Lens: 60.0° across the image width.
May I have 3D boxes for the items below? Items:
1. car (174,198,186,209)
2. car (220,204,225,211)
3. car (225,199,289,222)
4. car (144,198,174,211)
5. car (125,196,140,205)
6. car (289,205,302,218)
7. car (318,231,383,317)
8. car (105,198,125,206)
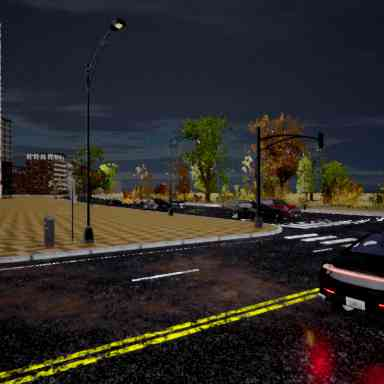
[{"bbox_3d":[-2.642,1.579,45.920,2.128,1.511,4.902,0,0,-31],"label":"car"},{"bbox_3d":[5.474,1.601,39.255,2.033,1.411,5.357,0,0,-32],"label":"car"},{"bbox_3d":[5.107,1.531,26.863,1.882,1.535,5.008,0,0,-28],"label":"car"},{"bbox_3d":[-4.626,1.601,42.921,1.837,1.490,4.892,0,0,-31],"label":"car"},{"bbox_3d":[-11.117,1.515,60.502,1.882,1.535,5.008,0,0,-30],"label":"car"},{"bbox_3d":[7.447,1.396,29.559,2.097,1.767,4.553,0,0,-33],"label":"car"},{"bbox_3d":[4.502,1.491,6.453,4.902,1.511,2.128,0,0,-34],"label":"car"},{"bbox_3d":[-13.940,1.738,58.893,1.994,1.385,4.181,0,0,-30],"label":"car"}]
